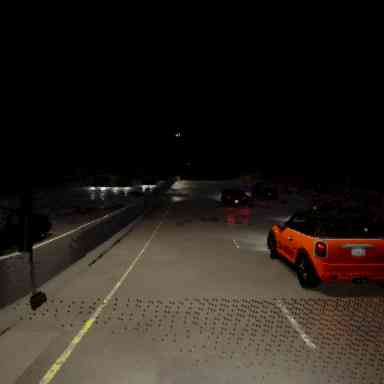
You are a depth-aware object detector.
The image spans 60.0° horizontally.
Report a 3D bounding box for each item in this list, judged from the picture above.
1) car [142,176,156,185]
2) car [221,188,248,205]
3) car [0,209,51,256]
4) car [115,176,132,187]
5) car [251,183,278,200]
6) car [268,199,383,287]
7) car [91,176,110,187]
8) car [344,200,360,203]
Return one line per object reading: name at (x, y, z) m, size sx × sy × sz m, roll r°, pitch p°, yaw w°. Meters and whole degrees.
car at (-7.058, -1.883, 55.063) m, size 2.033 × 1.411 × 5.357 m, roll 0°, pitch 5°, yaw 1°
car at (3.598, 0.292, 29.036) m, size 1.895 × 1.301 × 4.718 m, roll 0°, pitch 5°, yaw 0°
car at (-7.101, 1.362, 12.314) m, size 2.033 × 1.411 × 5.357 m, roll 0°, pitch 2°, yaw 0°
car at (-10.577, -1.655, 51.402) m, size 1.882 × 1.535 × 5.008 m, roll 0°, pitch 5°, yaw 0°
car at (7.097, -0.151, 32.957) m, size 1.882 × 1.535 × 5.008 m, roll 0°, pitch 5°, yaw 0°
car at (3.596, 1.266, 9.312) m, size 2.097 × 1.767 × 4.553 m, roll 0°, pitch 2°, yaw 0°
car at (-14.077, -1.634, 51.459) m, size 1.837 × 1.490 × 4.892 m, roll 0°, pitch 5°, yaw 0°
car at (7.098, 1.156, 15.942) m, size 1.837 × 1.490 × 4.892 m, roll 0°, pitch 3°, yaw 0°
